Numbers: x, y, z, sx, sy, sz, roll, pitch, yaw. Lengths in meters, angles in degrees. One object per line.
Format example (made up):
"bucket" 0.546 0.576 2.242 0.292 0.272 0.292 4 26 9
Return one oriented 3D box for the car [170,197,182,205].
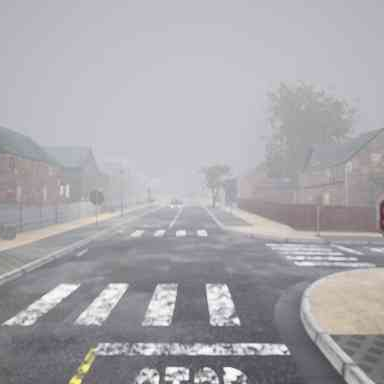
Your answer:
"car" -2.850 1.689 60.604 1.994 1.385 4.181 0 0 0
